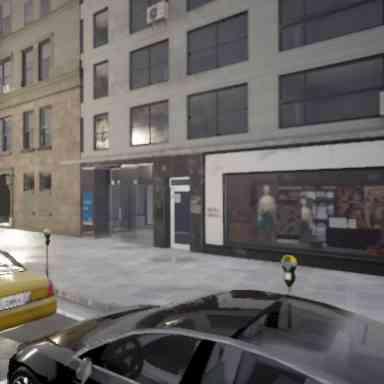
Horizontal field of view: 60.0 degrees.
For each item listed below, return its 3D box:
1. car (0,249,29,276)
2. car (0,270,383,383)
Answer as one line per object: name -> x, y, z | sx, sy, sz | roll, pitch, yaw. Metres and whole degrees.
car -> -4.449, 1.531, 6.142 | 4.829, 1.417, 1.752 | 0, 0, 36
car -> 0.208, 1.568, 2.818 | 4.313, 1.339, 1.947 | 0, 0, 36
